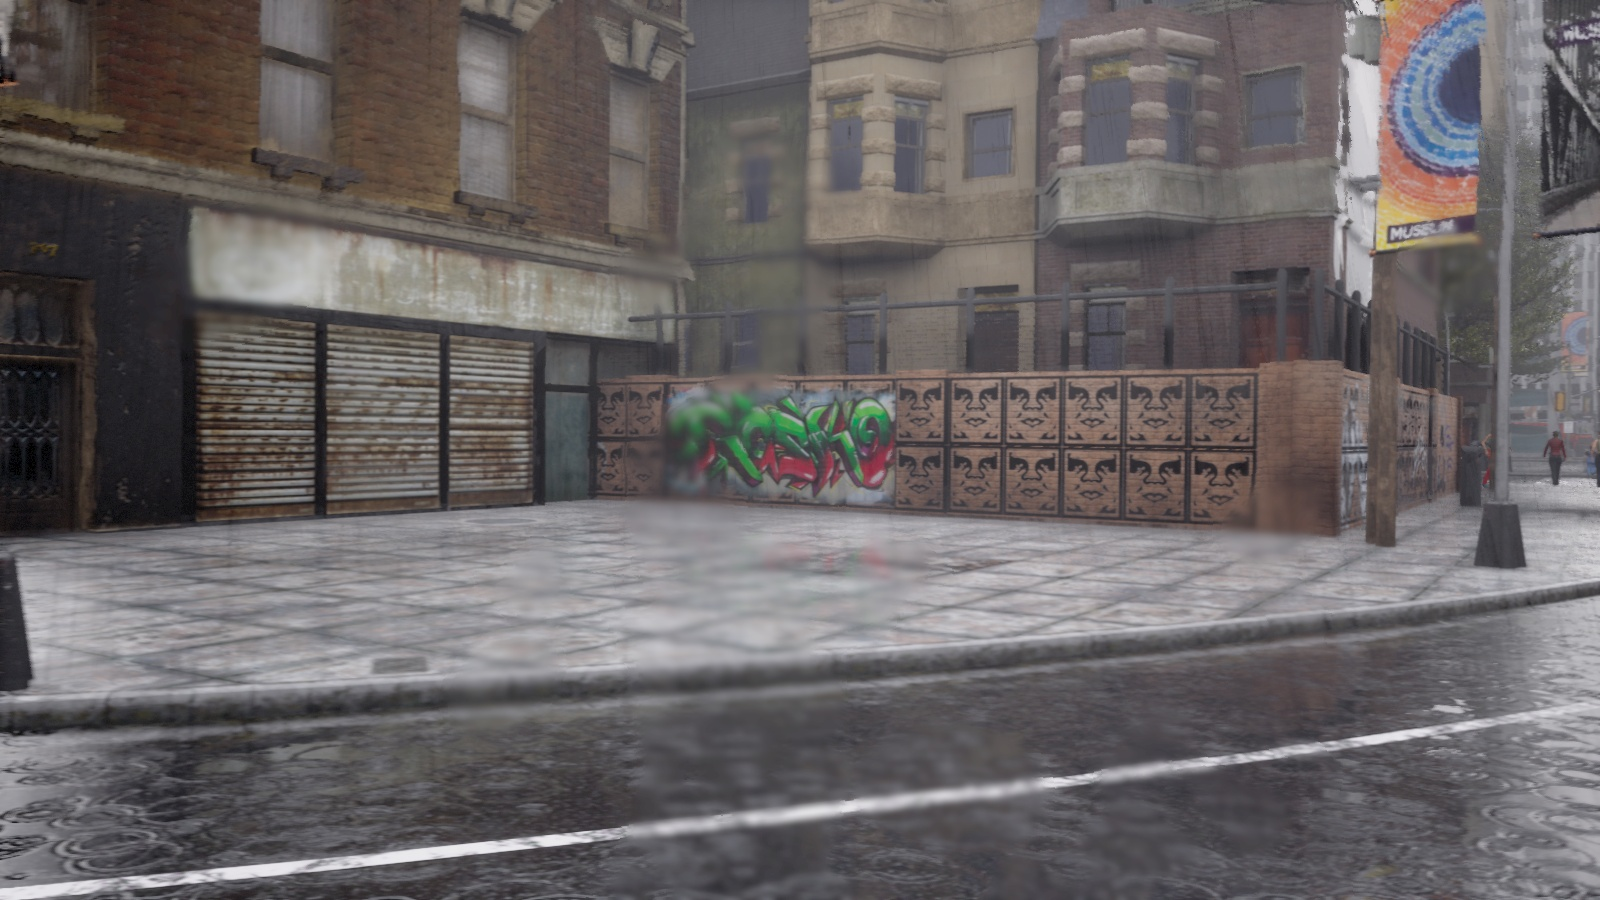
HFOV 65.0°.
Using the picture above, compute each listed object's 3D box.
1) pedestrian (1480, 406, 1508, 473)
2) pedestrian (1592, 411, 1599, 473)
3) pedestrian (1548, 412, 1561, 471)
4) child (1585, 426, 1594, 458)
[{"bbox_3d":[19.167,-0.288,34.673,0.345,1.836,0.594,-1,1,-19],"label":"pedestrian"},{"bbox_3d":[24.073,-0.244,37.775,0.345,1.836,0.594,0,1,39],"label":"pedestrian"},{"bbox_3d":[23.911,-0.269,39.789,0.331,1.846,0.636,0,1,33],"label":"pedestrian"},{"bbox_3d":[31.960,-0.327,50.859,0.270,1.263,0.437,0,1,37],"label":"child"}]
